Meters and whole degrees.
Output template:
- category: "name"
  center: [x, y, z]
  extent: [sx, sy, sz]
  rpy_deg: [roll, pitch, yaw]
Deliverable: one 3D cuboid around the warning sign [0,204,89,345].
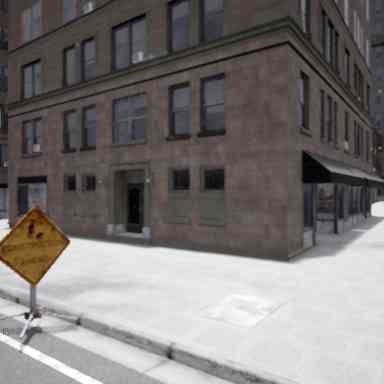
- category: "warning sign"
  center: [-2.547, 1.146, 5.352]
  extent: [1.060, 1.860, 1.300]
  rpy_deg: [0, 0, 35]
